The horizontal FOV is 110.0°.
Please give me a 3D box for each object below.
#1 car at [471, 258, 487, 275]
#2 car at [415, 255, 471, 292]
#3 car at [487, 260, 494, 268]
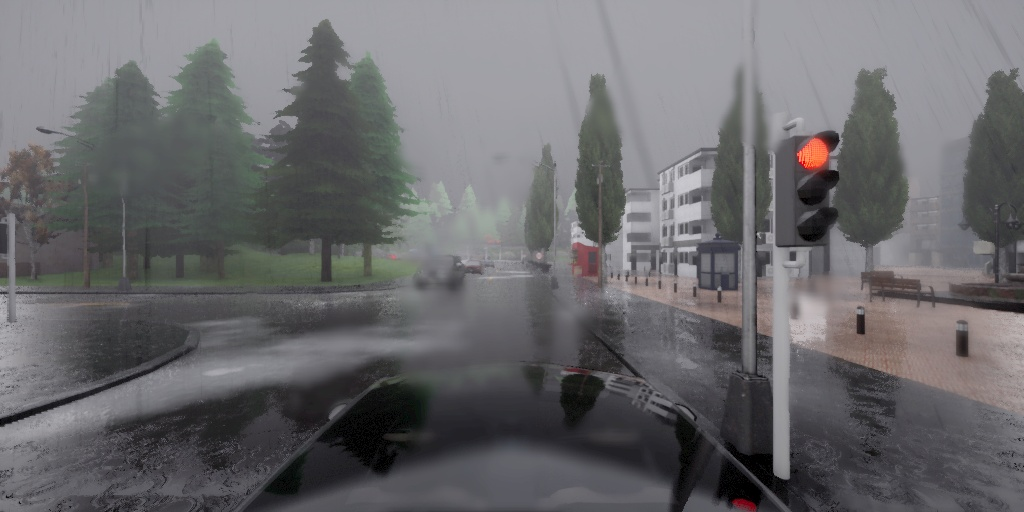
[{"bbox_3d":[-4.079,1.227,38.267,1.882,1.535,5.008,0,0,0],"label":"car"},{"bbox_3d":[-4.126,0.972,21.715,2.150,2.045,5.566,0,0,1],"label":"car"},{"bbox_3d":[-3.985,1.315,59.512,1.994,1.385,4.181,0,0,0],"label":"car"}]
